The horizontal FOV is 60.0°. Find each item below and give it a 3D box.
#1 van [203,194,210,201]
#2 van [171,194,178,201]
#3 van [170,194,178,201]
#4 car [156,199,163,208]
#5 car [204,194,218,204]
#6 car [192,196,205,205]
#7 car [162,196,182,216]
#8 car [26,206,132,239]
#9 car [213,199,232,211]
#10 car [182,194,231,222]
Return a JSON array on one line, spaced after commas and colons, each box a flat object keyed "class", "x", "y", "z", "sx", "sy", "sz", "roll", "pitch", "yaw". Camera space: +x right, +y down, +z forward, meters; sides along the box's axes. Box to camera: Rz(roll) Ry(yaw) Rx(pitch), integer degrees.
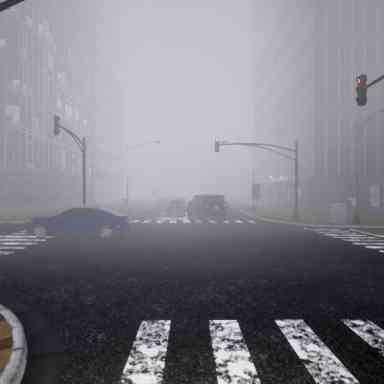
[{"class": "van", "x": 3.485, "y": 1.321, "z": 80.532, "sx": 1.690, "sy": 1.788, "sz": 3.998, "roll": 0, "pitch": 0, "yaw": 0}, {"class": "van", "x": -4.434, "y": 1.315, "z": 86.003, "sx": 1.690, "sy": 1.788, "sz": 3.998, "roll": 0, "pitch": 0, "yaw": 0}, {"class": "van", "x": -4.395, "y": 1.321, "z": 80.476, "sx": 1.690, "sy": 1.788, "sz": 3.998, "roll": 0, "pitch": 0, "yaw": 0}, {"class": "car", "x": -4.160, "y": 1.592, "z": 47.311, "sx": 1.802, "sy": 1.307, "sz": 4.206, "roll": 0, "pitch": 0, "yaw": 0}, {"class": "car", "x": 3.603, "y": 1.313, "z": 63.949, "sx": 2.192, "sy": 1.841, "sz": 5.009, "roll": 0, "pitch": 0, "yaw": 0}, {"class": "car", "x": 1.157, "y": 1.492, "z": 61.022, "sx": 2.128, "sy": 1.511, "sz": 4.902, "roll": 0, "pitch": 0, "yaw": 0}, {"class": "car", "x": -1.593, "y": 1.494, "z": 33.326, "sx": 1.882, "sy": 1.535, "sz": 5.008, "roll": 0, "pitch": 0, "yaw": 0}, {"class": "car", "x": -5.488, "y": 1.422, "z": 16.425, "sx": 5.008, "sy": 1.535, "sz": 1.882, "roll": 1, "pitch": 0, "yaw": -3}, {"class": "car", "x": 3.809, "y": 1.579, "z": 41.841, "sx": 1.947, "sy": 1.339, "sz": 4.313, "roll": 0, "pitch": 0, "yaw": 0}, {"class": "car", "x": 1.128, "y": 1.242, "z": 26.686, "sx": 2.150, "sy": 2.045, "sz": 5.566, "roll": -2, "pitch": 0, "yaw": -15}]
